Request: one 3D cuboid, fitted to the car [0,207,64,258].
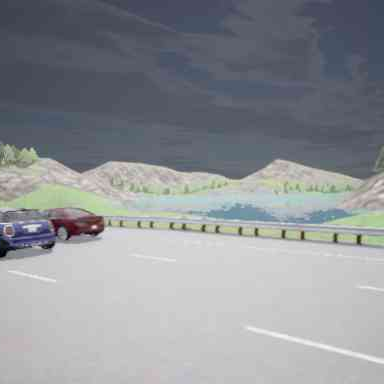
[{"bbox_3d":[-7.479,1.378,12.982,4.553,1.767,2.097,-1,0,32],"label":"car"}]

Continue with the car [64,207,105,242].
[{"bbox_3d":[-6.586,1.477,16.557,5.008,1.535,1.882,-1,0,31],"label":"car"}]
